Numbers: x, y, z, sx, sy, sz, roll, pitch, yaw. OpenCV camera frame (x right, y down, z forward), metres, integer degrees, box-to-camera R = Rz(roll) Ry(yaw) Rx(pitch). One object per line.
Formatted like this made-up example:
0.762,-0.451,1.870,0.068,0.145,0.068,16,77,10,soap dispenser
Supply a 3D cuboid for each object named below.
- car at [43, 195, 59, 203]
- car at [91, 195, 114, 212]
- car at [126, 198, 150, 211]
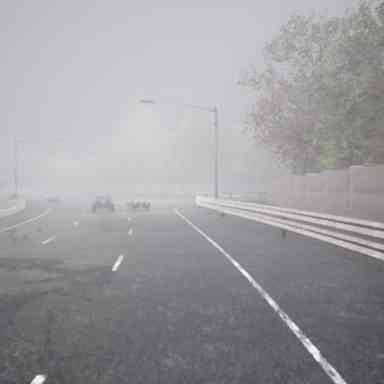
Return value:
-24.390,1.122,57.473,1.994,1.385,4.181,-1,1,-33,car
-9.370,1.041,34.647,2.097,1.767,4.553,-1,1,-19,car
-5.801,1.254,35.330,1.895,1.301,4.718,-1,1,-19,car
